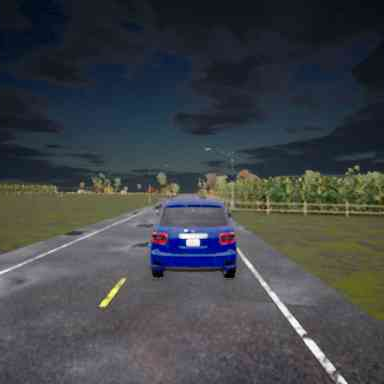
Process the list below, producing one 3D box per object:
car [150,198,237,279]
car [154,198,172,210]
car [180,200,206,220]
[{"bbox_3d":[0.058,1.205,10.166,2.150,2.045,5.566,0,1,1],"label":"car"},{"bbox_3d":[-3.602,1.481,42.214,1.994,1.385,4.181,0,0,0],"label":"car"},{"bbox_3d":[0.078,1.491,29.013,2.033,1.411,5.357,0,0,0],"label":"car"}]
